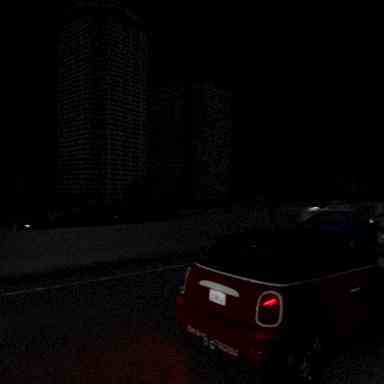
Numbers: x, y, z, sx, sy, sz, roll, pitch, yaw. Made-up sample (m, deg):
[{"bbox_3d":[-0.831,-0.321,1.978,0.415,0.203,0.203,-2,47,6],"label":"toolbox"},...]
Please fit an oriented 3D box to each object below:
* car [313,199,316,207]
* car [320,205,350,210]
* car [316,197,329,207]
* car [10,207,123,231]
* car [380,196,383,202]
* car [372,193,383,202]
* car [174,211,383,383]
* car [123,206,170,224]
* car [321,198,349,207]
[{"bbox_3d":[21.682,1.586,55.119,2.097,1.767,4.553,0,0,38],"label":"car"},{"bbox_3d":[6.275,1.538,13.940,5.008,1.535,1.882,0,0,-43],"label":"car"},{"bbox_3d":[19.520,1.747,46.564,2.033,1.411,5.357,0,0,38],"label":"car"},{"bbox_3d":[-6.376,1.546,17.012,4.902,1.511,2.128,0,0,-40],"label":"car"},{"bbox_3d":[40.366,1.900,67.965,1.895,1.301,4.718,0,0,37],"label":"car"},{"bbox_3d":[44.152,1.330,78.694,2.150,2.045,5.566,0,0,37],"label":"car"},{"bbox_3d":[2.004,1.376,5.572,4.553,1.767,2.097,0,0,-38],"label":"car"},{"bbox_3d":[-3.912,1.684,23.750,4.718,1.301,1.895,0,0,-44],"label":"car"},{"bbox_3d":[15.850,1.681,36.003,1.812,1.442,4.674,0,0,37],"label":"car"}]
